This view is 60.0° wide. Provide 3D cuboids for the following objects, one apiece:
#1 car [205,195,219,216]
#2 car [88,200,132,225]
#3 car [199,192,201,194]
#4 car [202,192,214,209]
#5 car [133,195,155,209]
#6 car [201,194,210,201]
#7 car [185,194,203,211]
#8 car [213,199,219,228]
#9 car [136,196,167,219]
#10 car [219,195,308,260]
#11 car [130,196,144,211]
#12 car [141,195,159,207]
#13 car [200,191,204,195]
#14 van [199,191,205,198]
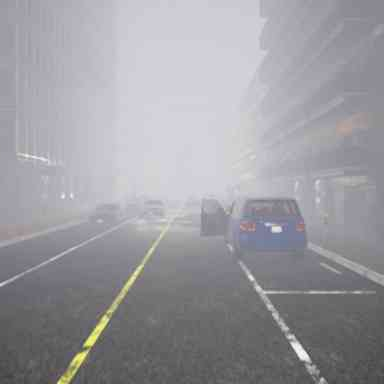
[{"bbox_3d":[2.711,1.307,33.978,2.008,1.369,4.403,0,0,0],"label":"car"},{"bbox_3d":[-5.676,1.401,22.686,1.947,1.339,4.313,0,0,0],"label":"car"},{"bbox_3d":[0.032,1.098,54.186,1.882,1.535,5.008,0,0,0],"label":"car"},{"bbox_3d":[2.717,1.120,45.274,1.967,1.590,4.097,0,0,0],"label":"car"},{"bbox_3d":[-5.667,1.158,39.631,1.967,1.590,4.097,0,0,0],"label":"car"},{"bbox_3d":[2.730,1.112,67.869,1.802,1.307,4.206,0,0,0],"label":"car"},{"bbox_3d":[0.108,1.304,41.811,1.895,1.301,4.718,0,0,0],"label":"car"},{"bbox_3d":[2.705,1.401,22.681,1.947,1.339,4.313,0,0,0],"label":"car"},{"bbox_3d":[-3.082,1.328,27.239,1.812,1.442,4.674,0,0,0],"label":"car"},{"bbox_3d":[2.402,1.131,12.123,2.150,2.045,5.566,0,0,0],"label":"car"},{"bbox_3d":[-5.669,1.307,33.982,2.008,1.369,4.403,0,0,0],"label":"car"},{"bbox_3d":[-5.663,1.207,45.109,1.752,1.417,4.829,0,0,0],"label":"car"},{"bbox_3d":[2.724,0.920,56.570,2.192,1.841,5.009,0,0,0],"label":"car"},{"bbox_3d":[2.742,0.731,90.461,1.690,1.788,3.998,0,0,0],"label":"van"}]
